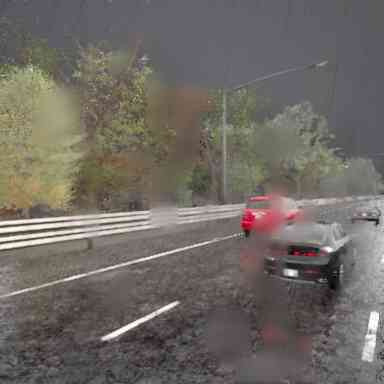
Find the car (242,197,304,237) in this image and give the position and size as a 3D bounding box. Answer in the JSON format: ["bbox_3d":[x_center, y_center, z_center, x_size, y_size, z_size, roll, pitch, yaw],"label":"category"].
[{"bbox_3d":[4.539,1.293,17.868,2.150,2.045,5.566,0,0,31],"label":"car"}]

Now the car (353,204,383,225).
[{"bbox_3d":[13.292,1.639,25.227,2.033,1.411,5.357,0,0,32],"label":"car"}]

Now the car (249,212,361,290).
[{"bbox_3d":[3.456,1.542,9.408,1.837,1.490,4.892,0,0,32],"label":"car"}]
